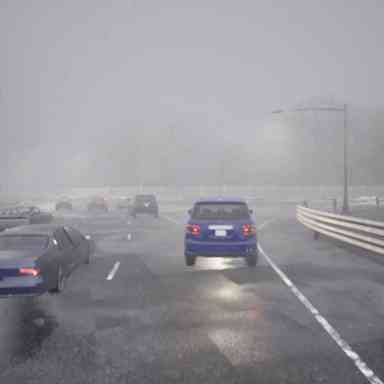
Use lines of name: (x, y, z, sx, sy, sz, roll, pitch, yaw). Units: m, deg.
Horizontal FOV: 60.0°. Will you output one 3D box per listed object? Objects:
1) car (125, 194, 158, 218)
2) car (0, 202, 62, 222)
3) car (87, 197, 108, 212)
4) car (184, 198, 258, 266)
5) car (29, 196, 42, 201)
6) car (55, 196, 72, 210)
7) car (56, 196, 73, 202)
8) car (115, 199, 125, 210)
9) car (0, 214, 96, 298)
car: (-4.452, 1.203, 29.944, 2.150, 2.045, 5.566, 0, 0, -15)
car: (-8.647, 1.502, 17.459, 2.128, 1.511, 4.902, 0, 0, -9)
car: (-11.363, 1.347, 39.749, 2.097, 1.767, 4.553, 0, 0, -20)
car: (1.003, 1.204, 11.711, 2.150, 2.045, 5.566, 0, 0, 5)
car: (-40.629, 1.598, 86.209, 4.181, 1.385, 1.994, 0, 0, 38)
car: (-16.737, 1.535, 43.354, 1.812, 1.442, 4.674, 0, 0, -23)
car: (-28.501, 1.569, 74.336, 1.994, 1.385, 4.181, 0, 0, -43)
car: (-8.584, 1.546, 42.279, 1.994, 1.385, 4.181, 0, 0, -21)
car: (-3.911, 1.551, 8.676, 2.033, 1.411, 5.357, 0, 0, -5)
